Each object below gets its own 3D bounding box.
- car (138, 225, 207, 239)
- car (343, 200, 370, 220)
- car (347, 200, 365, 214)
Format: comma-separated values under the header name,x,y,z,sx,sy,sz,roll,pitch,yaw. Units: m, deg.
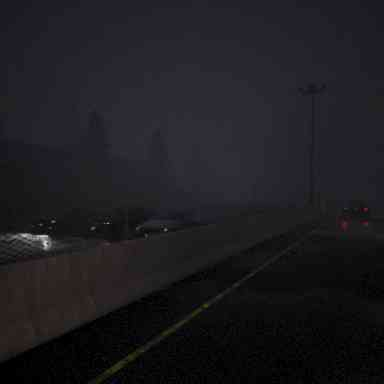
name,x,y,z,sx,sy,sz,roll,pitch,yaw
car,-0.813,1.546,15.892,1.812,1.442,4.674,0,0,28
car,15.012,1.504,30.376,2.097,1.767,4.553,0,0,28
car,19.236,1.721,39.160,1.812,1.442,4.674,0,0,24
